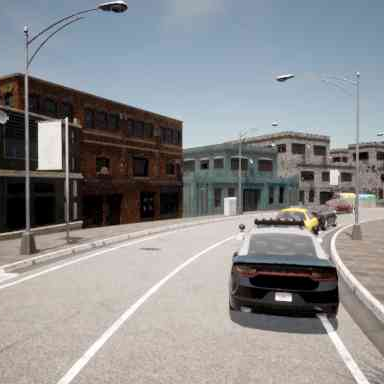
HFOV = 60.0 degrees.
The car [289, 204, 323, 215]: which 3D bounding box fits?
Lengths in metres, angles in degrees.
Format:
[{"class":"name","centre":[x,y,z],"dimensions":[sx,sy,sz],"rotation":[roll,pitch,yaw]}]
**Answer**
[{"class":"car","centre":[5.186,1.469,16.548],"dimensions":[1.801,1.575,5.366],"rotation":[1,0,26]}]

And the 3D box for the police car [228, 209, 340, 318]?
[{"class":"police car","centre":[2.003,1.427,7.694],"dimensions":[1.930,1.638,5.238],"rotation":[0,0,13]}]

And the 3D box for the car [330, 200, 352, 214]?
[{"class":"car","centre":[14.950,1.562,34.626],"dimensions":[4.674,1.442,1.812],"rotation":[0,1,-38]}]

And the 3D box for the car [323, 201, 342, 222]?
[{"class":"car","centre":[7.923,1.534,21.222],"dimensions":[1.837,1.490,4.892],"rotation":[1,0,34]}]
